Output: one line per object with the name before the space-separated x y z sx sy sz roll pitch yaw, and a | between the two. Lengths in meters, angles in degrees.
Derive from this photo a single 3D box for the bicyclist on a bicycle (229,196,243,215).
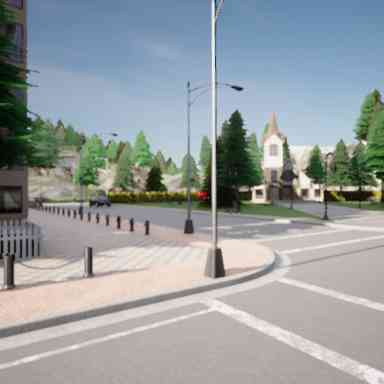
bicyclist on a bicycle | 3.884 1.169 29.085 1.656 1.620 0.582 -1 0 -35

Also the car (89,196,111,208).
car | -12.909 1.392 46.454 1.837 1.490 4.892 0 0 -34
